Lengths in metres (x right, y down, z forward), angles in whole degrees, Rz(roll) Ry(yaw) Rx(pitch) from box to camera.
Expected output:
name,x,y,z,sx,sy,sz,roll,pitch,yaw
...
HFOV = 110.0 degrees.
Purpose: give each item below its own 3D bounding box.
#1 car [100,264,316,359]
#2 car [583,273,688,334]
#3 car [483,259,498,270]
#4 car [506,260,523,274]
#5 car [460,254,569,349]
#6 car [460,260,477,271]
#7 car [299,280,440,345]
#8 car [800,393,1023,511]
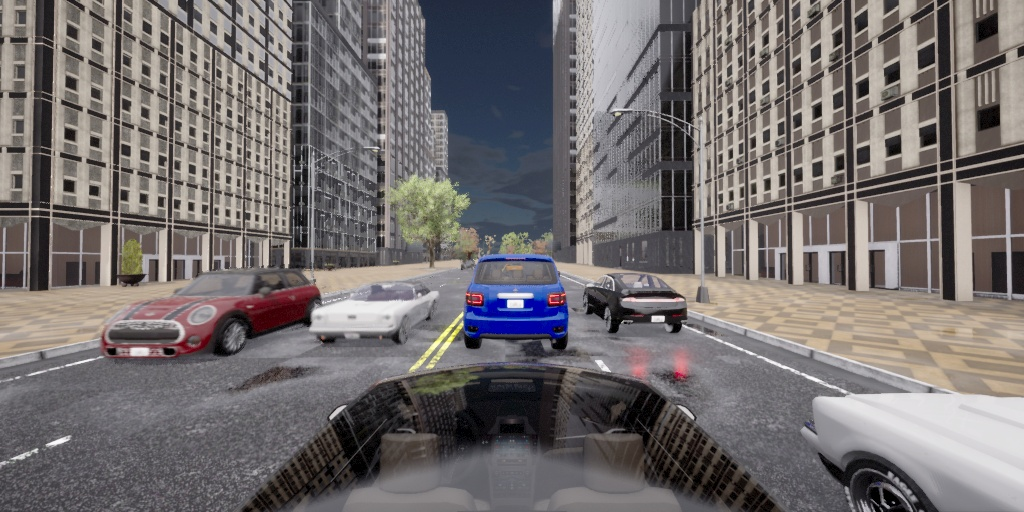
name,x,y,z,sx,sy,sz,roll,pitch,yaw
car,-6.572,1.104,8.582,2.097,1.767,4.553,0,0,0
car,3.388,1.244,10.712,2.128,1.511,4.902,0,0,0
car,-3.033,1.211,51.730,1.812,1.442,4.674,0,0,0
car,0.277,1.242,42.640,1.882,1.535,5.008,0,0,0
car,0.120,0.974,9.276,2.150,2.045,5.566,0,0,1
car,-6.283,1.310,51.744,1.837,1.490,4.892,0,0,0
car,-3.316,1.353,9.646,1.895,1.301,4.718,0,0,0
car,3.346,1.351,0.829,1.895,1.301,4.718,0,0,0
